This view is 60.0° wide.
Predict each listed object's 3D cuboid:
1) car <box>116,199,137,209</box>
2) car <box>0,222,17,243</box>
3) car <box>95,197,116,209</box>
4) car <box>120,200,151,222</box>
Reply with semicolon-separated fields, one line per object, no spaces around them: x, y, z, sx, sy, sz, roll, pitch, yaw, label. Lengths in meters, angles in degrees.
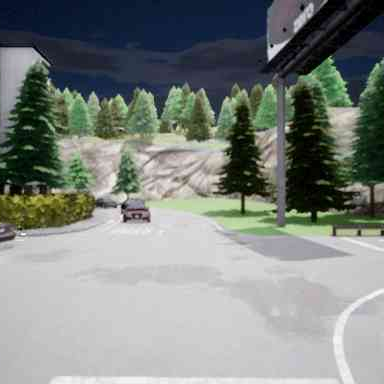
-6.254;1.497;34.584;2.128;1.511;4.902;0;0;-20;car
-9.859;1.432;13.094;5.357;1.411;2.033;3;0;5;car
-11.826;1.512;45.642;1.837;1.490;4.892;0;0;-36;car
-4.242;1.568;25.892;1.994;1.385;4.181;0;0;-8;car
